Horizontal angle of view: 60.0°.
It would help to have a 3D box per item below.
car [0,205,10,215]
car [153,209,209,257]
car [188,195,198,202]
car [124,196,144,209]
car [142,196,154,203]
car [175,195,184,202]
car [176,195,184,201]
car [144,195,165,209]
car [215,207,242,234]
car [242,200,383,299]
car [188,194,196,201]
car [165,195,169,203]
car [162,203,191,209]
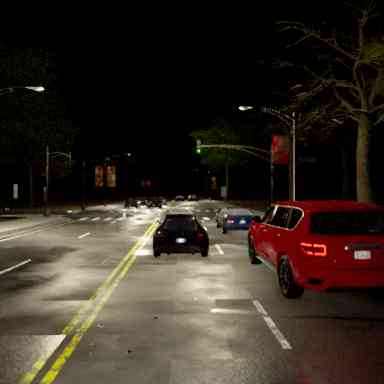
[{"bbox_3d":[-20.097,1.493,31.814,4.892,1.490,1.837,0,0,-3],"label":"car"},{"bbox_3d":[-0.443,1.567,12.956,1.994,1.385,4.181,0,0,-2],"label":"car"},{"bbox_3d":[0.389,1.608,77.023,1.994,1.385,4.181,0,0,-2],"label":"car"},{"bbox_3d":[-8.370,1.525,46.744,1.837,1.490,4.892,0,0,-2],"label":"car"},{"bbox_3d":[-9.075,1.586,68.923,2.033,1.411,5.357,0,0,-2],"label":"car"},{"bbox_3d":[-2.860,1.651,76.936,1.895,1.301,4.718,0,0,-2],"label":"car"},{"bbox_3d":[-3.220,1.503,86.898,1.994,1.385,4.181,0,0,-2],"label":"car"},{"bbox_3d":[-5.093,1.525,46.078,1.837,1.490,4.892,0,0,-2],"label":"car"},{"bbox_3d":[2.475,1.552,19.303,2.033,1.411,5.357,0,0,-2],"label":"car"},{"bbox_3d":[2.960,1.223,8.638,2.150,2.045,5.566,0,0,-2],"label":"car"},{"bbox_3d":[0.028,1.429,87.015,1.882,1.535,5.008,0,0,-2],"label":"car"},{"bbox_3d":[-5.524,1.632,58.544,1.895,1.301,4.718,0,0,-2],"label":"car"},{"bbox_3d":[-0.796,1.607,21.967,1.895,1.301,4.718,0,0,-3],"label":"car"}]
